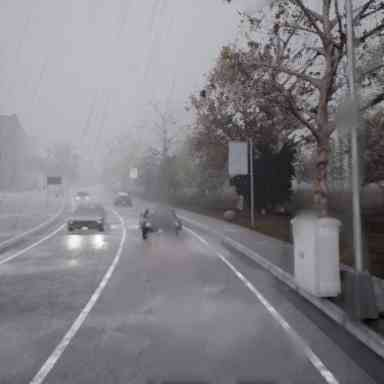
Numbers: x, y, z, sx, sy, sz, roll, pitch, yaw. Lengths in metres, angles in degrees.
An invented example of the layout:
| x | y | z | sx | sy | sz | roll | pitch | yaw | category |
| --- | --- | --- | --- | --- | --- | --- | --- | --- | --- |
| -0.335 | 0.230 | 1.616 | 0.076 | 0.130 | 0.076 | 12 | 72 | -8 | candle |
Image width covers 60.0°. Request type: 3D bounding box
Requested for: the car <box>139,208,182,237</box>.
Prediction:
| x | y | z | sx | sy | sz | roll | pitch | yaw | category |
| --- | --- | --- | --- | --- | --- | --- | --- | --- | --- |
| -1.789 | 1.485 | 17.465 | 1.895 | 1.301 | 4.718 | 1 | 1 | -11 | car |

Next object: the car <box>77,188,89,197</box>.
| x | y | z | sx | sy | sz | roll | pitch | yaw | category |
| --- | --- | --- | --- | --- | --- | --- | --- | --- | --- |
| -19.120 | -0.004 | 58.294 | 1.882 | 1.535 | 5.008 | 1 | 1 | -20 | car |

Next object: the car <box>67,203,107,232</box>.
| x | y | z | sx | sy | sz | roll | pitch | yaw | category |
| --- | --- | --- | --- | --- | --- | --- | --- | --- | --- |
| -5.861 | 1.354 | 19.077 | 2.033 | 1.411 | 5.357 | 1 | 1 | -12 | car |

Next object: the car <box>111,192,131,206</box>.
| x | y | z | sx | sy | sz | roll | pitch | yaw | category |
| --- | --- | --- | --- | --- | --- | --- | --- | --- | --- |
| -8.473 | 0.779 | 39.807 | 1.837 | 1.490 | 4.892 | 1 | 2 | -20 | car |
